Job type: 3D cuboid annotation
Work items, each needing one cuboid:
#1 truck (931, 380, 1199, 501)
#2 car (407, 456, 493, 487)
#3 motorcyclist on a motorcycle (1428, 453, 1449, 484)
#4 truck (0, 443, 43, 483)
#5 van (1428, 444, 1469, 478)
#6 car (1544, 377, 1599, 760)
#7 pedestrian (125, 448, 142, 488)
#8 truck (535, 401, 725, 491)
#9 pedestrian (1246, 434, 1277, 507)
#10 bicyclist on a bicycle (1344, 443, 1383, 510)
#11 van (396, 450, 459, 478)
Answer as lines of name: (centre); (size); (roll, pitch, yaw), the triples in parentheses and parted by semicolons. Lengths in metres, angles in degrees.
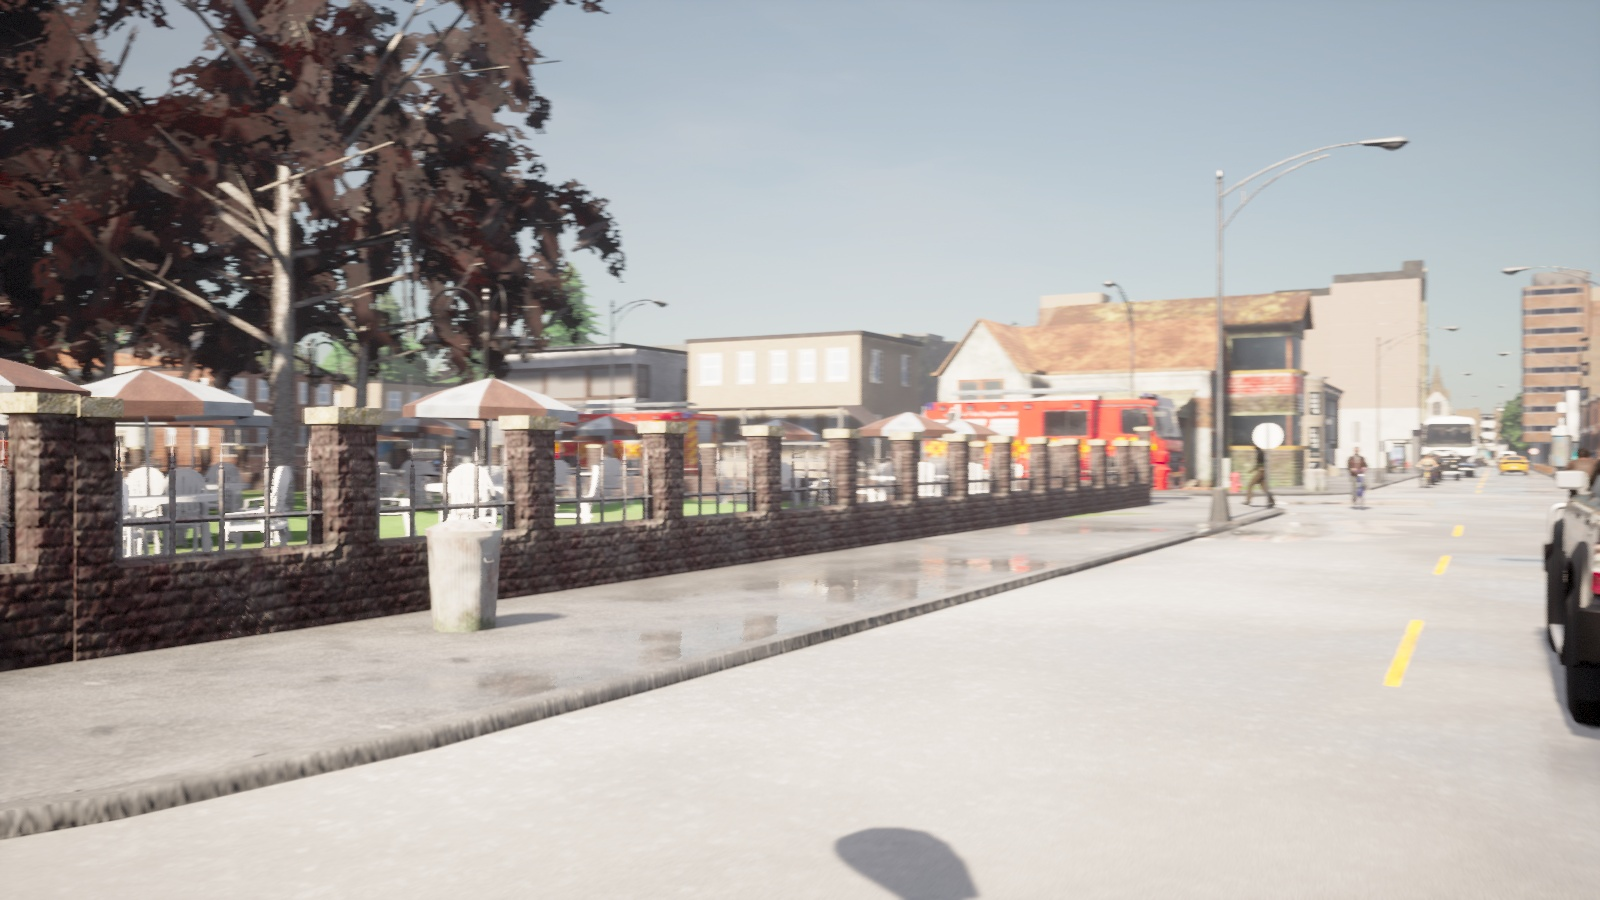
truck: (8.987, -0.260, 42.947); (8.468, 3.827, 2.891); (0, 0, 29)
car: (-17.349, 1.063, 62.210); (3.806, 1.475, 1.970); (0, 0, 29)
motorcyclist on a motorcycle: (32.485, 0.939, 63.864); (0.866, 1.530, 2.191); (0, 0, 29)
truck: (-52.019, 0.838, 81.552); (5.204, 2.467, 2.627); (0, 0, 29)
van: (39.499, 0.656, 76.431); (2.069, 2.038, 4.480); (0, 0, 29)
car: (5.757, 0.573, 7.678); (1.932, 1.855, 4.605); (0, 0, 29)
pedestrian: (-31.610, 0.852, 59.561); (0.692, 1.930, 0.395); (0, 0, 29)
truck: (-7.747, -0.130, 56.864); (8.468, 3.827, 2.891); (0, 0, 29)
pedestrian: (12.348, 0.554, 33.601); (0.692, 1.930, 0.395); (0, 0, 35)
bicyclist on a bicycle: (15.425, 0.709, 34.397); (0.659, 1.776, 1.843); (0, 0, 14)
van: (-27.180, 1.025, 91.674); (1.775, 1.987, 4.442); (0, 0, 29)
